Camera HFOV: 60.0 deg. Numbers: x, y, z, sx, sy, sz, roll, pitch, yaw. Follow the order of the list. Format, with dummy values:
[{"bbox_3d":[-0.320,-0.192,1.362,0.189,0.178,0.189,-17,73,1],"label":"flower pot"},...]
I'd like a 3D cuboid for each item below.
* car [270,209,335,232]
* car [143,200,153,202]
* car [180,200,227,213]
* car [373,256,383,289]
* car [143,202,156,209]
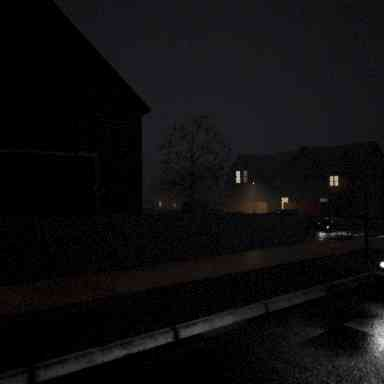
[{"bbox_3d":[6.967,1.881,23.031,2.033,1.411,5.357,-1,-1,-36],"label":"car"},{"bbox_3d":[-7.291,2.192,48.099,2.150,2.045,5.566,-1,-1,-35],"label":"car"},{"bbox_3d":[0.996,1.798,31.437,2.150,2.045,5.566,-1,-1,-35],"label":"car"},{"bbox_3d":[6.151,1.600,7.625,4.718,1.301,1.895,0,0,-36],"label":"car"},{"bbox_3d":[-6.310,2.355,41.755,1.882,1.535,5.008,-1,-1,-35],"label":"car"}]
